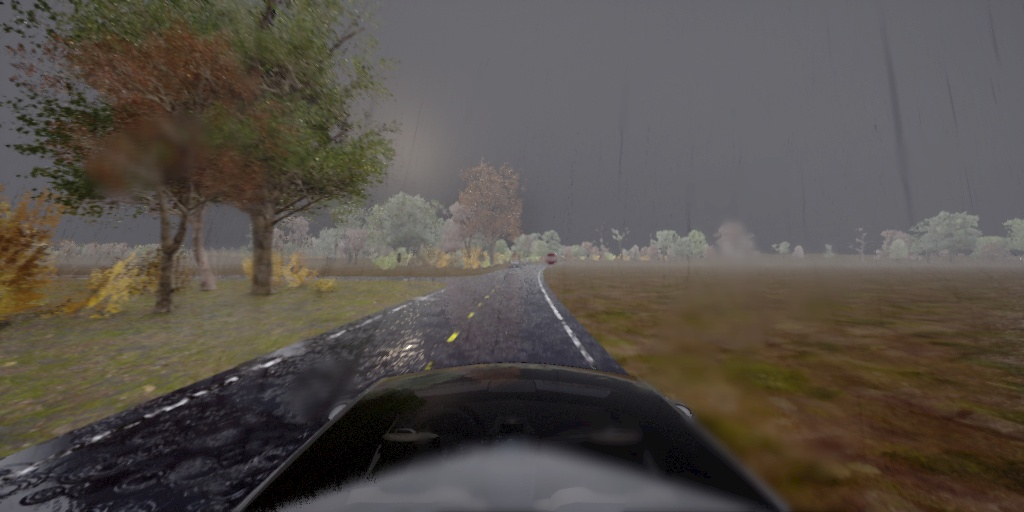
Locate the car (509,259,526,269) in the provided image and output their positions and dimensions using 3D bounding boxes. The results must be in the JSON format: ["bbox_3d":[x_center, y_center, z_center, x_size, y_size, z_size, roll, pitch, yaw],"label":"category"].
[{"bbox_3d":[0.668,1.532,62.101,2.033,1.411,5.357,0,0,7],"label":"car"}]
